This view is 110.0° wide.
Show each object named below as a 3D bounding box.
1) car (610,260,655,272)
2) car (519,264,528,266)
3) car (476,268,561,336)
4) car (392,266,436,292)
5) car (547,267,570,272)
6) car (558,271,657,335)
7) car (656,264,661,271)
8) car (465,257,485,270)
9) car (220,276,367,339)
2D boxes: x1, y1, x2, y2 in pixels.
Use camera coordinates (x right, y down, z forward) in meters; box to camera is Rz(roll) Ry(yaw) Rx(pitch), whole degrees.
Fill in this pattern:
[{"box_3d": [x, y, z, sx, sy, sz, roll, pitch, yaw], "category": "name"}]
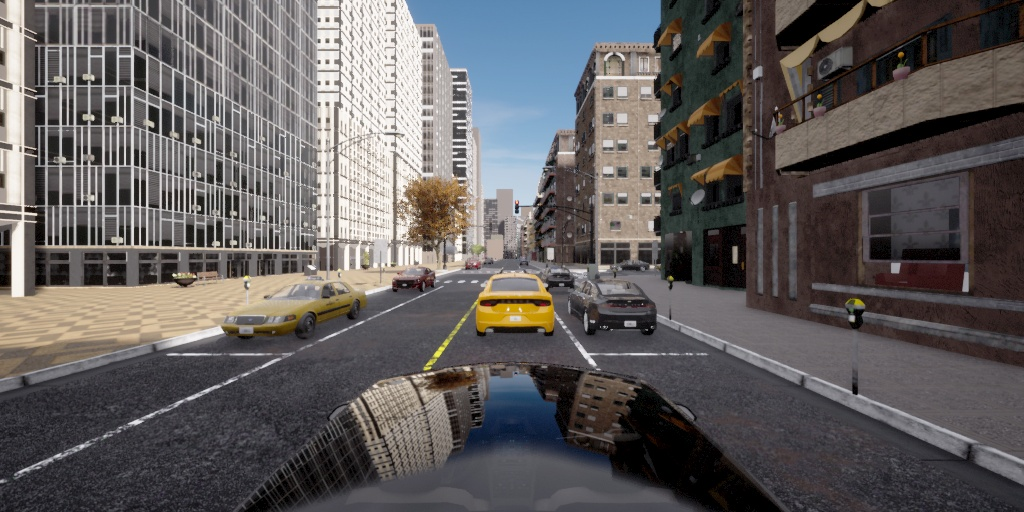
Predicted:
[{"box_3d": [13.358, 1.109, 40.794, 4.403, 1.370, 2.007, 0, 0, -1], "category": "car"}, {"box_3d": [0.063, 1.355, 20.664, 1.895, 1.301, 4.718, 0, 0, 0], "category": "car"}, {"box_3d": [0.072, 1.228, 10.385, 1.882, 1.535, 5.008, 0, 0, 0], "category": "car"}, {"box_3d": [-5.730, 1.300, 21.341, 1.888, 1.381, 4.507, 0, 0, 0], "category": "car"}, {"box_3d": [2.650, 1.305, 21.357, 2.007, 1.370, 4.403, 0, 0, 0], "category": "car"}, {"box_3d": [2.672, 1.301, 10.291, 2.007, 1.370, 4.403, 0, 0, 0], "category": "car"}, {"box_3d": [18.755, 1.006, 40.859, 4.829, 1.417, 1.751, 0, 0, -1], "category": "car"}, {"box_3d": [-5.793, 1.099, 53.728, 2.192, 1.841, 5.009, 0, 0, 0], "category": "car"}, {"box_3d": [-5.708, 1.276, 10.105, 1.751, 1.417, 4.829, 0, 0, 0], "category": "car"}]
